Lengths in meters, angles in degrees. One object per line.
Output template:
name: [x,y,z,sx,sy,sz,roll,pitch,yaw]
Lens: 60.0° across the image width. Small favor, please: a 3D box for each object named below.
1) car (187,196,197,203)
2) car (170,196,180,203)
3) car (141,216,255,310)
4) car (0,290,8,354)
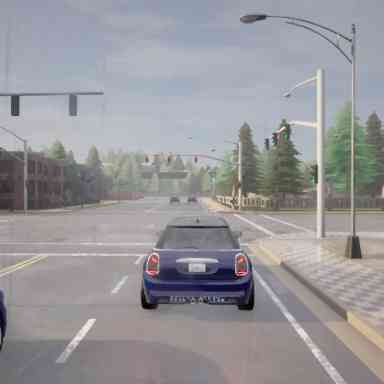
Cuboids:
car: [0.037,1.505,68.264,1.837,1.490,4.892,0,0,0]
car: [-3.463,1.505,68.266,1.837,1.490,4.892,0,0,0]
car: [0.158,1.352,7.976,2.097,1.767,4.553,0,0,2]
car: [-3.441,1.478,2.522,1.882,1.535,5.008,0,0,0]
